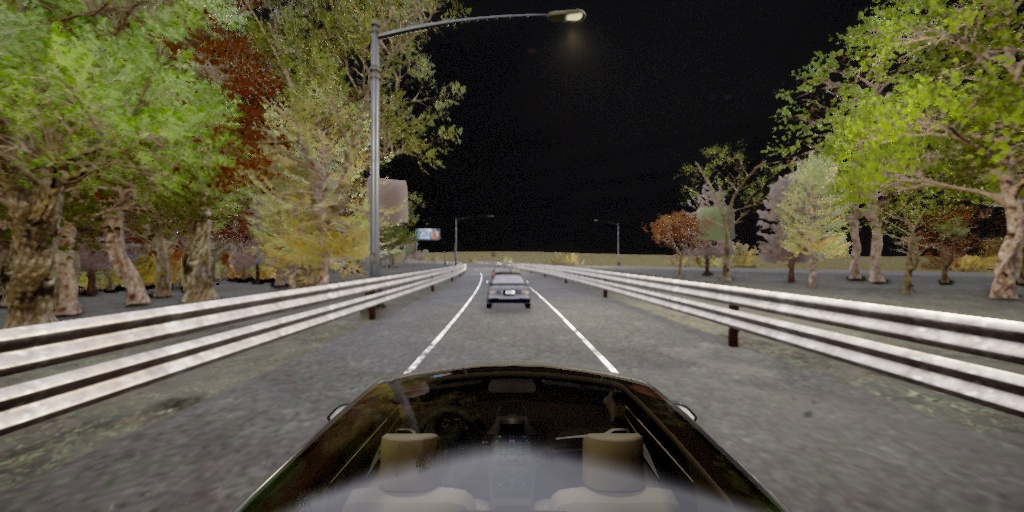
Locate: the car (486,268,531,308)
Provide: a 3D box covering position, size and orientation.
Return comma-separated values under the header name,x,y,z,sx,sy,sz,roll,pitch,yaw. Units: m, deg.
name,x,y,z,sx,sy,sz,roll,pitch,yaw
car,-0.185,1.428,15.911,2.033,1.411,5.357,0,-1,-2
